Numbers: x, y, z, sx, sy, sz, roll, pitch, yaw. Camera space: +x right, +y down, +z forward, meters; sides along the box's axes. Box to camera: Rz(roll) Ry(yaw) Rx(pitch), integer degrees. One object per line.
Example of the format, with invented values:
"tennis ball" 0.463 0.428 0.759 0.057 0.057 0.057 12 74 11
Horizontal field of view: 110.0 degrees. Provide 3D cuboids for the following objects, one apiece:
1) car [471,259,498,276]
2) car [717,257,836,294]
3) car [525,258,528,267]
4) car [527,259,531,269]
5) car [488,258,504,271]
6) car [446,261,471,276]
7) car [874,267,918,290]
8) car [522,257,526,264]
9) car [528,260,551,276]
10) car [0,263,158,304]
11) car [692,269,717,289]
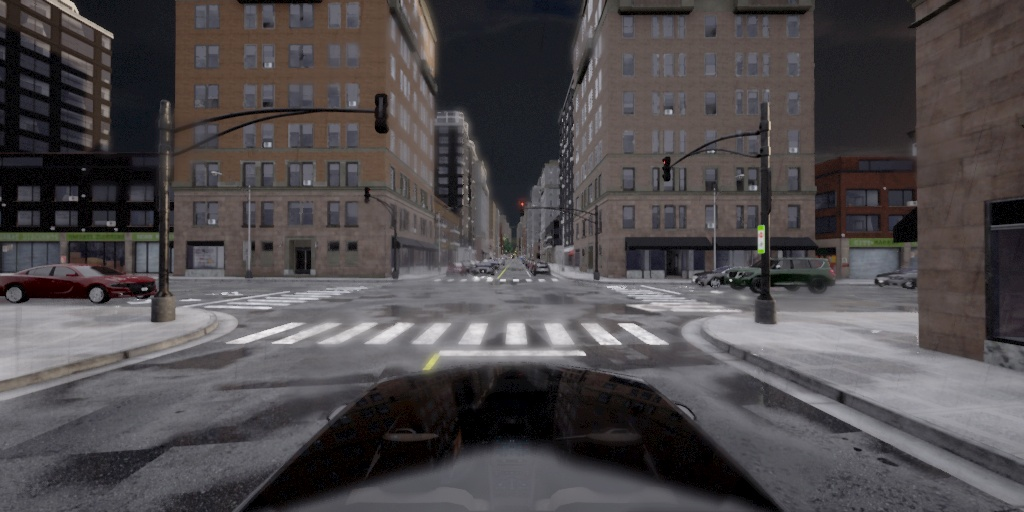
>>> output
"car" -2.788 1.314 36.719 1.994 1.385 4.181 0 0 1
"car" 15.615 1.103 21.045 5.566 2.045 2.150 0 -1 0
"car" 3.102 1.298 47.327 2.007 1.370 4.403 0 0 1
"car" 3.035 1.294 41.796 1.888 1.381 4.507 0 0 1
"car" -2.631 1.294 48.977 2.033 1.411 5.357 0 0 1
"car" -5.559 1.332 36.367 1.802 1.307 4.207 0 0 1
"car" 27.446 1.482 24.215 4.902 1.511 2.128 0 -1 0
"car" 3.306 1.310 63.918 1.948 1.339 4.313 0 0 1
"car" 2.967 1.315 36.266 1.948 1.339 4.313 0 0 1
"car" -17.440 1.060 14.552 5.008 1.535 1.882 0 -1 -1
"car" 14.826 1.399 24.292 4.902 1.511 2.128 0 -1 2
